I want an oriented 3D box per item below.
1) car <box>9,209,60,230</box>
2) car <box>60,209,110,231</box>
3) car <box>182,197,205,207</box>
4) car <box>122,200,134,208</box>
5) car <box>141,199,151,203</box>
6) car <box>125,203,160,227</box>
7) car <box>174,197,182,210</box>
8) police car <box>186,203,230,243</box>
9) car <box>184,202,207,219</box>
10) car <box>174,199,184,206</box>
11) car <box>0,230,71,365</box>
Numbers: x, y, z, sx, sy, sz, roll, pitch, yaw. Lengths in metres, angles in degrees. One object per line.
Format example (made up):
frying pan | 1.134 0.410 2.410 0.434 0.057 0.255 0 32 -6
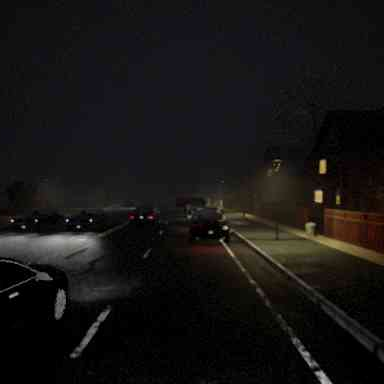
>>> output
car | -10.165 1.832 22.205 1.895 1.301 4.718 0 -1 -1
car | -6.919 1.831 22.380 1.895 1.301 4.718 0 -1 -2
car | 0.325 1.559 33.335 2.150 2.045 5.566 0 -1 -2
car | -12.082 2.198 63.472 1.812 1.442 4.674 0 -1 -4
car | -8.848 2.165 63.768 2.128 1.511 4.902 0 -1 -4
car | -3.531 1.802 25.148 2.033 1.411 5.357 0 -1 -2
car | -1.480 1.748 51.654 2.150 2.045 5.566 0 -1 -4
police car | 0.790 1.597 17.315 1.930 1.638 5.238 0 -1 -1
car | 0.534 1.798 27.267 1.812 1.442 4.674 0 -1 -2
car | -2.839 2.209 71.106 1.994 1.385 4.181 0 -1 -5
car | -3.181 1.552 4.264 1.837 1.490 4.892 0 0 0
